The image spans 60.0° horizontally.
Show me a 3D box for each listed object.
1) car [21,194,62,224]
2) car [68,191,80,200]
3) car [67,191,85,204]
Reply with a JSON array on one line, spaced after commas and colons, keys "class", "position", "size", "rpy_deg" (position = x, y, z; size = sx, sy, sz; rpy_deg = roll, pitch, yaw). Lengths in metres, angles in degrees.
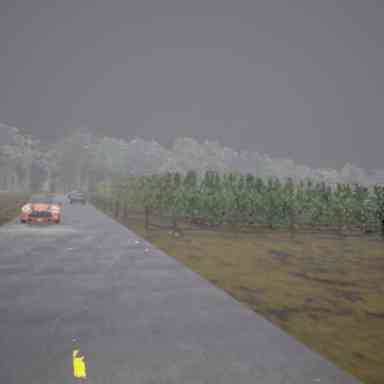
[{"class": "car", "position": [-9.331, 0.958, 20.824], "size": [2.097, 1.767, 4.553], "rpy_deg": [3, 0, -21]}, {"class": "car", "position": [-21.895, 0.605, 61.554], "size": [1.837, 1.490, 4.892], "rpy_deg": [3, 0, -21]}, {"class": "car", "position": [-15.797, 0.838, 45.876], "size": [2.128, 1.511, 4.902], "rpy_deg": [3, 0, -21]}]
